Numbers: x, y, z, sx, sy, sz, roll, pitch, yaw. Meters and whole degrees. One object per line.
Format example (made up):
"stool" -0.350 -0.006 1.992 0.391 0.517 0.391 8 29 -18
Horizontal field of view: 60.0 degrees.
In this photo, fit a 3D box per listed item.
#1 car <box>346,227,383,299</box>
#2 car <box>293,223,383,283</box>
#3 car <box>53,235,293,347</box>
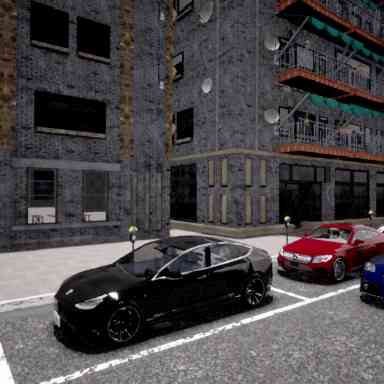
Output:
"car" 5.483 1.566 7.204 4.181 1.385 1.994 0 0 -36
"car" 4.303 1.585 9.662 4.206 1.307 1.802 0 0 -36
"car" -0.294 1.566 6.356 4.313 1.339 1.947 0 0 -36
